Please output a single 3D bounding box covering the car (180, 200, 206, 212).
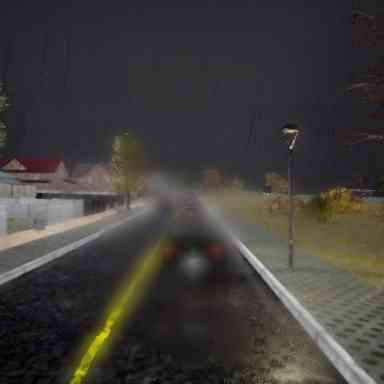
[{"bbox_3d":[0.072,1.410,26.788,2.128,1.511,4.902,0,0,0],"label":"car"}]

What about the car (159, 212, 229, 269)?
[{"bbox_3d":[0.063,1.567,11.038,1.895,1.301,4.718,0,0,0],"label":"car"}]

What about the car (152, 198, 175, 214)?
[{"bbox_3d":[-2.815,1.406,33.651,1.837,1.490,4.892,0,0,0],"label":"car"}]
